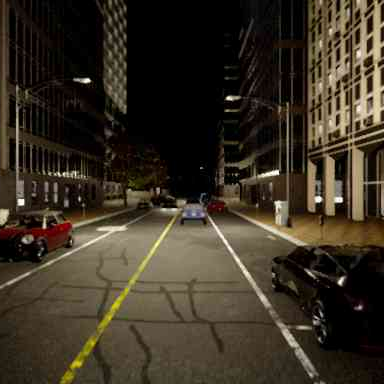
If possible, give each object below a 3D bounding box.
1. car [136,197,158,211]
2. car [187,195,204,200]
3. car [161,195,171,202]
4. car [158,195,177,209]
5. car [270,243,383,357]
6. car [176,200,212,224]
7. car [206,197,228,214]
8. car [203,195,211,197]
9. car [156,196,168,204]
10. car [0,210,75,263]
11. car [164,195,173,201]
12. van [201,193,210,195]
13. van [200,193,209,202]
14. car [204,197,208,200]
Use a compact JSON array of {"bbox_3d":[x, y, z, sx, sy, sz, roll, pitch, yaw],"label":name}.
[{"bbox_3d":[-5.683,1.529,40.240,2.008,1.369,4.403,0,0,0],"label":"car"},{"bbox_3d":[0.108,1.455,41.168,1.882,1.535,5.008,0,0,0],"label":"car"},{"bbox_3d":[-5.754,1.439,74.440,1.947,1.339,4.313,0,0,0],"label":"car"},{"bbox_3d":[-3.003,1.521,45.948,2.033,1.411,5.357,0,0,0],"label":"car"},{"bbox_3d":[2.691,1.563,6.050,1.947,1.339,4.313,0,0,0],"label":"car"},{"bbox_3d":[0.104,1.534,24.594,2.033,1.411,5.357,0,0,0],"label":"car"},{"bbox_3d":[2.697,1.526,34.539,1.887,1.381,4.507,0,0,0],"label":"car"},{"bbox_3d":[2.701,1.515,51.638,2.008,1.369,4.403,0,0,0],"label":"car"},{"bbox_3d":[-5.676,1.494,63.044,1.947,1.339,4.313,0,0,0],"label":"car"},{"bbox_3d":[-5.688,1.435,11.750,1.967,1.590,4.097,0,0,0],"label":"car"},{"bbox_3d":[-5.800,1.361,81.674,1.752,1.417,4.829,0,0,0],"label":"car"},{"bbox_3d":[2.706,1.269,63.043,1.690,1.788,3.998,0,0,0],"label":"van"},{"bbox_3d":[2.790,1.213,74.439,1.690,1.788,3.998,0,0,0],"label":"van"},{"bbox_3d":[2.698,1.560,40.237,1.802,1.307,4.206,0,0,0],"label":"car"}]
